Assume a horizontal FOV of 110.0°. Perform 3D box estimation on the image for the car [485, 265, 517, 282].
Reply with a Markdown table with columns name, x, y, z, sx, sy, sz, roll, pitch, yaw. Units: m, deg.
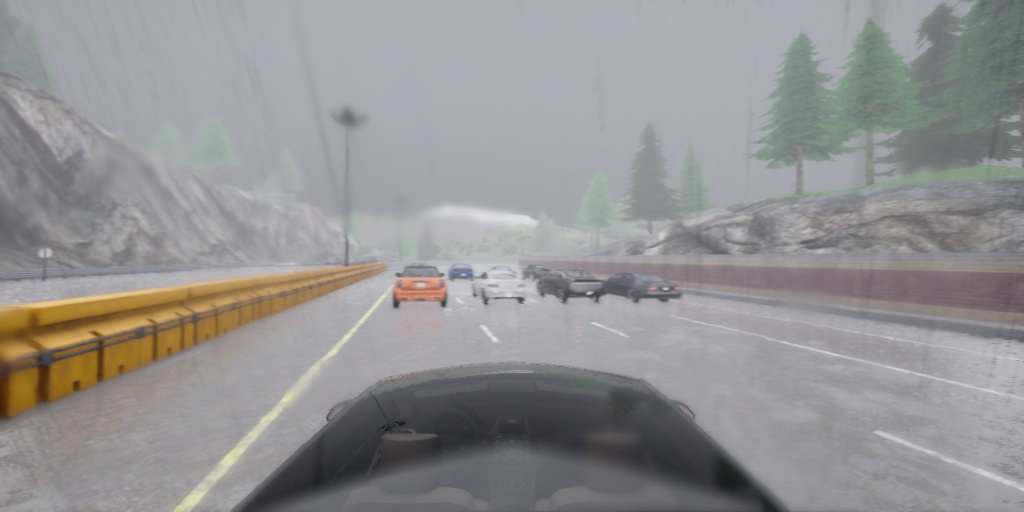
| name | x | y | z | sx | sy | sz | roll | pitch | yaw |
| --- | --- | --- | --- | --- | --- | --- | --- | --- | --- |
| car | -1.079 | 1.548 | 32.026 | 1.895 | 1.301 | 4.718 | 1 | 0 | -15 |

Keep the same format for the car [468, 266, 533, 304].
| name | x | y | z | sx | sy | sz | roll | pitch | yaw |
| --- | --- | --- | --- | --- | --- | --- | --- | --- | --- |
| car | -0.704 | 1.372 | 16.893 | 1.812 | 1.442 | 4.674 | 1 | 0 | -15 |

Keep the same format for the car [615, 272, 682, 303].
| name | x | y | z | sx | sy | sz | roll | pitch | yaw |
| --- | --- | --- | --- | --- | --- | --- | --- | --- | --- |
| car | 6.159 | 1.504 | 18.300 | 2.033 | 1.411 | 5.357 | 1 | 0 | -15 |

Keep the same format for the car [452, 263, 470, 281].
| name | x | y | z | sx | sy | sz | roll | pitch | yaw |
| --- | --- | --- | --- | --- | --- | --- | --- | --- | --- |
| car | -4.550 | 1.370 | 31.495 | 1.882 | 1.535 | 5.008 | 1 | 0 | -14 |

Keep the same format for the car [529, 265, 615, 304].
| name | x | y | z | sx | sy | sz | roll | pitch | yaw |
| --- | --- | --- | --- | --- | --- | --- | --- | --- | --- |
| car | 2.701 | 1.394 | 17.702 | 2.128 | 1.511 | 4.902 | 1 | 0 | -15 |

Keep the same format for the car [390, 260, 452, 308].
| name | x | y | z | sx | sy | sz | roll | pitch | yaw |
| --- | --- | --- | --- | --- | --- | --- | --- | --- | --- |
| car | -4.013 | 1.139 | 15.717 | 2.097 | 1.767 | 4.553 | 1 | -1 | -15 |
